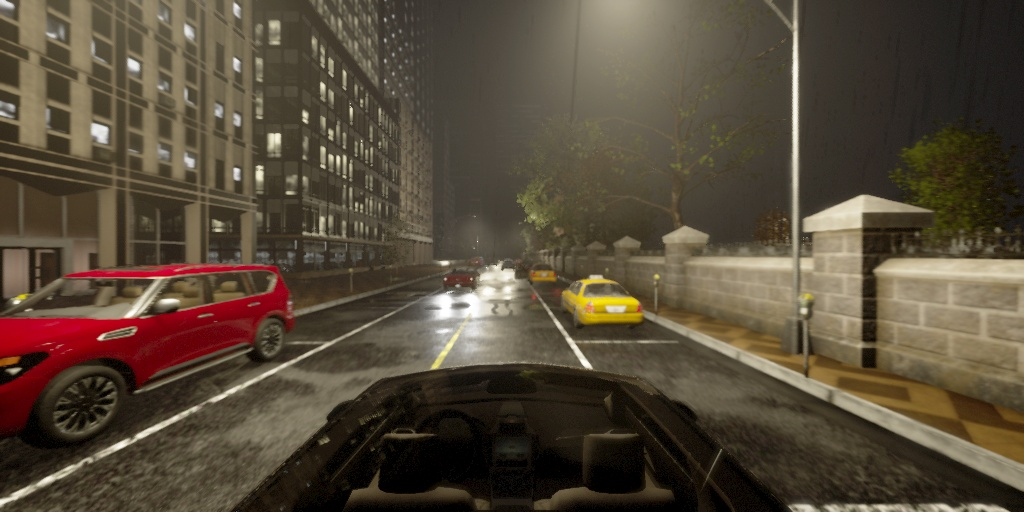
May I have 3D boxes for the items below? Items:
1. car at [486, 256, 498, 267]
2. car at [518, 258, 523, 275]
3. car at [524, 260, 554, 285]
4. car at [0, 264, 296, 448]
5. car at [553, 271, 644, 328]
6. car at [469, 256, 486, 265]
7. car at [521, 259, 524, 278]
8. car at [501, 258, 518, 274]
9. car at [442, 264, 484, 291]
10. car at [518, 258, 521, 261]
[{"bbox_3d":[-3.494,1.189,64.492,1.837,1.490,4.892,0,0,-1],"label":"car"},{"bbox_3d":[2.123,1.277,44.234,1.948,1.339,4.313,0,0,-1],"label":"car"},{"bbox_3d":[2.057,1.187,25.690,1.801,1.575,5.366,0,0,-1],"label":"car"},{"bbox_3d":[-5.465,1.065,5.421,2.192,1.841,5.009,0,0,0],"label":"car"},{"bbox_3d":[2.535,1.269,11.114,1.751,1.417,4.829,0,0,0],"label":"car"},{"bbox_3d":[-6.151,1.009,60.862,2.192,1.841,5.009,0,0,-1],"label":"car"},{"bbox_3d":[2.206,1.299,38.685,1.802,1.307,4.207,0,0,-1],"label":"car"},{"bbox_3d":[-0.467,1.232,48.882,1.812,1.442,4.674,0,0,0],"label":"car"},{"bbox_3d":[-2.977,1.337,21.913,1.895,1.301,4.718,0,0,-1],"label":"car"},{"bbox_3d":[1.958,1.265,55.333,1.948,1.339,4.313,0,0,-1],"label":"car"}]
